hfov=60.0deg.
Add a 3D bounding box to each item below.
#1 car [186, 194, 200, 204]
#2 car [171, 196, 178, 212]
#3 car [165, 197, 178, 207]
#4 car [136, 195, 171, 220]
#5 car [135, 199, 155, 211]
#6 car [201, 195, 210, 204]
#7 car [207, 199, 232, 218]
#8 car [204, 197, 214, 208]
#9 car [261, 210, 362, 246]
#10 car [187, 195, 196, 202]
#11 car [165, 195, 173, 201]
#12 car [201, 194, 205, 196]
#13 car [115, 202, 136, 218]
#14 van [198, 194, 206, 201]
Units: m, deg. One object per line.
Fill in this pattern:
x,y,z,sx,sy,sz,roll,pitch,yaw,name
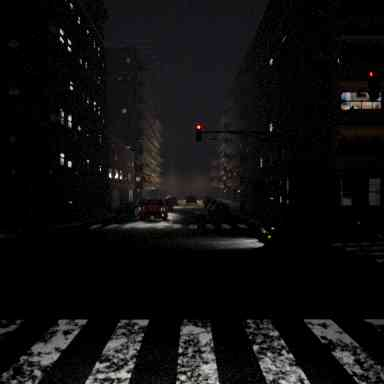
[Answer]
-0.103,1.368,61.437,2.097,1.767,4.553,0,0,0,car
-3.161,1.497,39.074,2.128,1.511,4.902,0,0,0,car
-3.166,1.537,52.375,1.812,1.442,4.674,0,0,0,car
-3.087,1.353,27.630,2.097,1.767,4.553,0,0,-2,car
-5.766,1.571,41.429,1.947,1.339,4.313,0,0,0,car
2.606,1.553,46.954,1.887,1.381,4.507,0,0,0,car
2.634,1.583,30.383,1.802,1.307,4.206,0,0,0,car
2.625,1.569,35.907,1.947,1.339,4.313,0,0,0,car
5.246,1.519,14.884,4.181,1.385,1.994,-2,0,0,car
-0.115,1.407,69.840,1.994,1.385,4.181,0,0,0,car
-5.839,1.560,85.447,1.752,1.417,4.829,0,0,0,car
3.048,1.542,60.952,1.812,1.442,4.674,0,0,0,car
-5.747,1.567,30.381,1.947,1.339,4.313,0,0,0,car
2.540,1.376,85.618,1.690,1.788,3.998,-1,0,0,van
